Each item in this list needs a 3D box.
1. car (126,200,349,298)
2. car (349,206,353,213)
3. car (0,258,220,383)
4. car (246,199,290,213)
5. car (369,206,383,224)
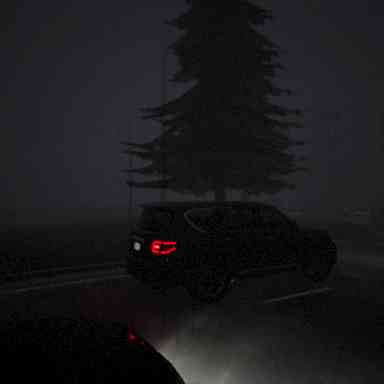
[{"bbox_3d":[1.152,1.234,8.326,5.566,2.045,2.150,0,0,-31],"label":"car"},{"bbox_3d":[13.231,1.634,33.496,2.033,1.411,5.357,0,0,-43],"label":"car"},{"bbox_3d":[-2.583,1.537,1.901,5.357,1.411,2.033,0,0,-35],"label":"car"},{"bbox_3d":[9.083,1.581,39.810,4.892,1.490,1.837,1,0,24],"label":"car"},{"bbox_3d":[13.777,1.557,22.359,1.882,1.535,5.008,1,0,5],"label":"car"}]
